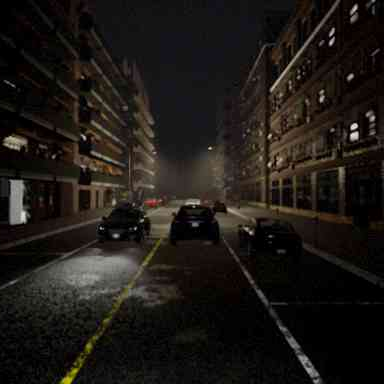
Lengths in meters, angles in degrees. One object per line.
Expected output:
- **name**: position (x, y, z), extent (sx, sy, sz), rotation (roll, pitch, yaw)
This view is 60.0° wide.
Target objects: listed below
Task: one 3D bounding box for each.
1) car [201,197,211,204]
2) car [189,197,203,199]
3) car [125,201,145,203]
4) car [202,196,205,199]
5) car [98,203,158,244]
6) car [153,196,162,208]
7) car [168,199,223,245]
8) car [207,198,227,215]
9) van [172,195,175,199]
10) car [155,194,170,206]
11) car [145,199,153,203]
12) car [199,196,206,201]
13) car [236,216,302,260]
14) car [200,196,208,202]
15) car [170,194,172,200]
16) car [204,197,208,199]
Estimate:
- **car**: position (2.806, 1.687, 68.635), extent (1.802, 1.307, 4.206), rotation (0, 0, 0)
- **car**: position (0.174, 1.670, 44.411), extent (1.895, 1.301, 4.718), rotation (0, 0, 0)
- **car**: position (-5.640, 1.597, 29.198), extent (2.008, 1.369, 4.403), rotation (0, 0, 0)
- **car**: position (2.778, 1.662, 51.726), extent (1.802, 1.307, 4.206), rotation (0, 0, 0)
- **car**: position (-3.074, 1.517, 15.911), extent (2.128, 1.511, 4.902), rotation (0, 0, 0)
- **car**: position (-5.612, 1.617, 46.108), extent (1.887, 1.381, 4.507), rotation (0, 0, 0)
- **car**: position (0.103, 1.377, 15.828), extent (2.097, 1.767, 4.553), rotation (0, 0, -1)
- **car**: position (2.751, 1.580, 34.987), extent (1.752, 1.417, 4.829), rotation (0, 0, 0)
- **van**: position (-5.555, 1.465, 79.925), extent (1.690, 1.788, 3.998), rotation (0, 0, 0)
- **car**: position (-5.592, 1.404, 57.381), extent (2.192, 1.841, 5.009), rotation (0, 0, 0)
- **car**: position (-5.631, 1.606, 34.835), extent (2.008, 1.369, 4.403), rotation (0, 0, 0)
- **car**: position (2.843, 1.706, 91.179), extent (1.947, 1.339, 4.313), rotation (0, 0, 0)
- **car**: position (2.713, 1.571, 12.272), extent (2.008, 1.369, 4.403), rotation (0, 0, 0)
- **car**: position (2.824, 1.648, 80.078), extent (1.752, 1.417, 4.829), rotation (0, 0, 0)
- **car**: position (-5.574, 1.631, 68.482), extent (1.752, 1.417, 4.829), rotation (0, 0, 0)
- **car**: position (2.759, 1.629, 40.453), extent (1.947, 1.339, 4.313), rotation (0, 0, 0)
